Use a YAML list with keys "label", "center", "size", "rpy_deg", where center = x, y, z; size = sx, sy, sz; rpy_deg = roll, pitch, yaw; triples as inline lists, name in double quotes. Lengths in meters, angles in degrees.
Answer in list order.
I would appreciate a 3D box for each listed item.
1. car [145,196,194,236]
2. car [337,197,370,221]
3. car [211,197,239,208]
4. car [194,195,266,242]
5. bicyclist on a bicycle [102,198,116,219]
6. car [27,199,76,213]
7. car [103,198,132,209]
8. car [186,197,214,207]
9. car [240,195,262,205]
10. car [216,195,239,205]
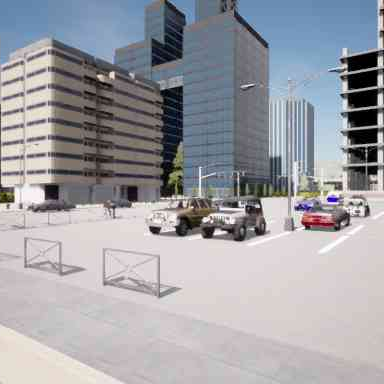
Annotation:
- label: "car"
  center: [-0.296, 1.153, 17.291]
  size: [1.932, 1.855, 4.605]
  rpy_deg: [0, 0, 34]
- label: "car"
  center: [14.074, 1.395, 28.607]
  size: [1.970, 1.475, 3.806]
  rpy_deg: [0, 0, 34]
- label: "car"
  center: [5.107, 1.547, 50.488]
  size: [2.033, 1.411, 5.357]
  rpy_deg: [0, 0, 33]
- label: "car"
  center: [2.074, 1.156, 15.629]
  size: [1.905, 1.878, 3.866]
  rpy_deg: [0, 0, 34]
- label: "bicyclist on a bicycle"
  center: [-6.542, 1.302, 26.240]
  size: [1.656, 1.620, 0.582]
  rpy_deg: [0, 0, 34]
- label: "car"
  center: [-15.980, 1.547, 38.185]
  size: [2.033, 1.411, 5.357]
  rpy_deg: [0, 0, 34]
- label: "car"
  center: [-10.356, 1.564, 46.560]
  size: [1.994, 1.385, 4.181]
  rpy_deg: [0, 0, 35]
- label: "car"
  center: [1.293, 1.491, 51.161]
  size: [2.128, 1.511, 4.902]
  rpy_deg: [0, 0, 34]
- label: "car"
  center: [10.365, 1.352, 58.368]
  size: [2.097, 1.767, 4.553]
  rpy_deg: [0, 0, 34]
- label: "car"
  center: [6.330, 1.352, 58.795]
  size: [2.097, 1.767, 4.553]
  rpy_deg: [0, 0, 34]
